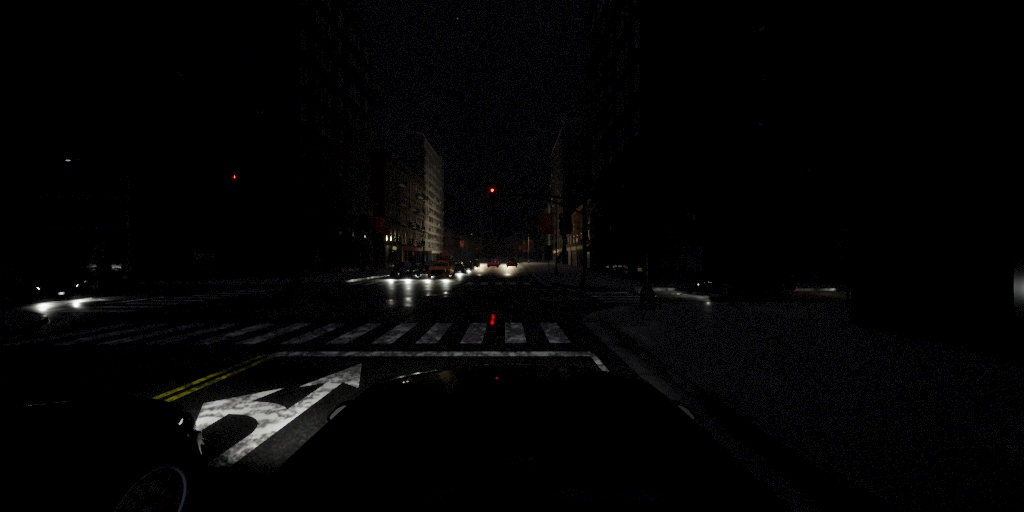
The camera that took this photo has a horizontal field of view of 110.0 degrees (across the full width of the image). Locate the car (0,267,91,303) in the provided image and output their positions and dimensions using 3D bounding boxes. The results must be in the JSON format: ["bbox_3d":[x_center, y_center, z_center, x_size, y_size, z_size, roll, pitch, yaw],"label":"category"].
[{"bbox_3d":[-22.901,1.291,16.125,5.357,1.411,2.033,0,0,0],"label":"car"}]

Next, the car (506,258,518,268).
[{"bbox_3d":[-0.018,1.245,62.195,1.837,1.490,4.892,0,0,0],"label":"car"}]

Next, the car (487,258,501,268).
[{"bbox_3d":[-3.268,1.341,62.641,1.895,1.301,4.718,0,0,0],"label":"car"}]

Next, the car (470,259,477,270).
[{"bbox_3d":[-6.606,1.307,51.696,1.994,1.385,4.181,0,0,0],"label":"car"}]

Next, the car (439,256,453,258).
[{"bbox_3d":[-9.858,0.964,53.260,2.150,2.045,5.566,0,0,0],"label":"car"}]

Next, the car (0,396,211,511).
[{"bbox_3d":[-3.244,1.276,0.782,1.812,1.442,4.674,0,0,0],"label":"car"}]

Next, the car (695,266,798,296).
[{"bbox_3d":[12.452,1.294,19.242,4.892,1.490,1.837,0,0,2],"label":"car"}]

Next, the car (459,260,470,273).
[{"bbox_3d":[-6.612,1.310,42.878,1.994,1.385,4.181,0,0,0],"label":"car"}]

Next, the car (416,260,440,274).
[{"bbox_3d":[-9.857,1.272,42.533,1.812,1.442,4.674,0,0,0],"label":"car"}]

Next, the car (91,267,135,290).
[{"bbox_3d":[-25.380,1.330,21.622,4.313,1.339,1.948,0,0,0],"label":"car"}]

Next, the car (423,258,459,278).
[{"bbox_3d":[-6.607,1.226,33.874,1.882,1.535,5.008,0,0,0],"label":"car"}]

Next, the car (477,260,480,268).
[{"bbox_3d":[-6.573,1.287,62.066,2.033,1.411,5.357,0,0,0],"label":"car"}]

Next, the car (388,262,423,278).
[{"bbox_3d":[-9.858,1.274,33.499,1.812,1.442,4.674,0,0,0],"label":"car"}]
